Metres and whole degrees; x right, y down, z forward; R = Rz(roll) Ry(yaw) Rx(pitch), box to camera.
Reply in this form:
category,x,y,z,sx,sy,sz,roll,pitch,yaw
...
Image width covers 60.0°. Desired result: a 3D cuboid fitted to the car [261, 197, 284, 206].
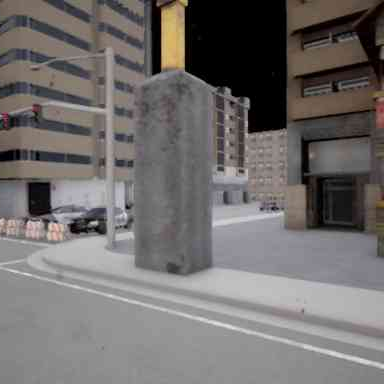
category,x,y,z,sx,sy,sz,roll,pitch,yaw
car,12.215,1.438,50.367,1.853,1.218,4.536,-1,0,35

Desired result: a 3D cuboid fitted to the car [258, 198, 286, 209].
category,x,y,z,sx,sy,sz,roll,pitch,yaw
car,10.020,1.413,41.447,1.853,1.218,4.536,-1,0,35

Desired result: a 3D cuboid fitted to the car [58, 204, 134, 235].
category,x,y,z,sx,sy,sz,roll,pitch,yaw
car,-5.254,1.569,19.606,2.038,1.542,4.974,0,0,15

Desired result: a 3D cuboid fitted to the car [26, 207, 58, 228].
category,x,y,z,sx,sy,sz,roll,pitch,yaw
car,-8.406,1.443,22.314,4.536,1.218,1.853,0,0,-30

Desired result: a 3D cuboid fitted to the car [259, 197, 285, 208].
category,x,y,z,sx,sy,sz,roll,pitch,yaw
car,12.187,1.596,50.324,2.038,1.542,4.974,-1,0,35

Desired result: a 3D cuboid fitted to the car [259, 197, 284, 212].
category,x,y,z,sx,sy,sz,roll,pitch,yaw
car,9.991,1.570,41.404,2.038,1.542,4.974,-1,0,35

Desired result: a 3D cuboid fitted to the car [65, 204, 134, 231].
category,x,y,z,sx,sy,sz,roll,pitch,yaw
car,-5.241,1.412,19.657,1.853,1.218,4.536,0,0,15

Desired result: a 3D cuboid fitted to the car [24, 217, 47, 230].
category,x,y,z,sx,sy,sz,roll,pitch,yaw
car,-8.450,1.600,22.287,4.974,1.542,2.038,0,0,-30
